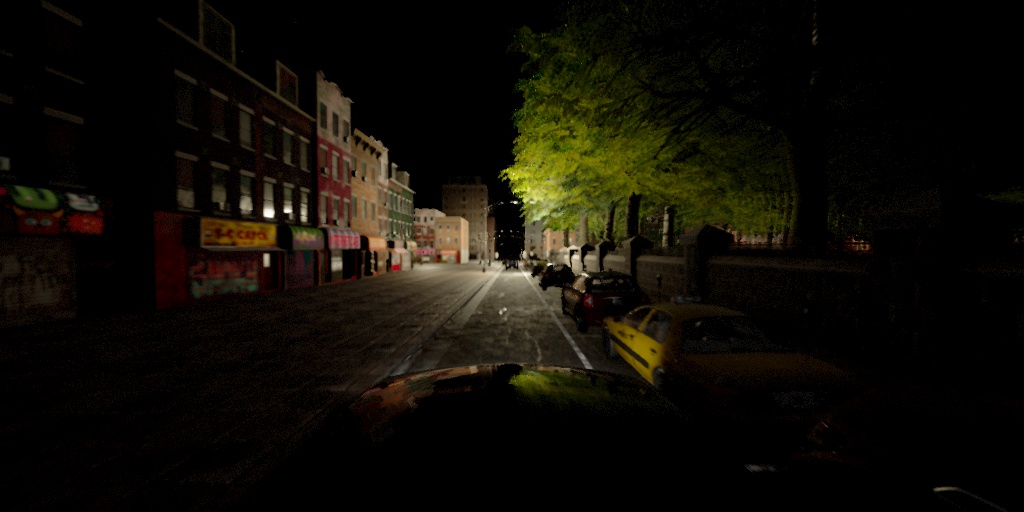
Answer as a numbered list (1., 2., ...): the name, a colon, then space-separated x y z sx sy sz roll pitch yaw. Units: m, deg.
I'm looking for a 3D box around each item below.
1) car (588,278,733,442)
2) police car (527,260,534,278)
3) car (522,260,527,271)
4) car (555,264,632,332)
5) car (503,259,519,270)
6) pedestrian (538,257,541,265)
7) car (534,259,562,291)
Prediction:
1. car: 2.637 1.266 5.586 1.751 1.417 4.829 0 0 0
2. police car: 2.752 1.127 33.569 1.930 1.638 5.238 0 0 0
3. car: 2.640 1.259 49.015 2.007 1.370 4.403 0 0 0
4. car: 2.637 1.168 10.866 1.967 1.591 4.097 0 0 0
5. car: 0.045 1.312 51.239 1.895 1.301 4.718 0 0 0
6. pedestrian: 2.752 0.995 36.560 0.375 1.860 0.375 -1 1 0
7. car: 2.638 1.149 21.766 1.967 1.591 4.097 0 0 0
